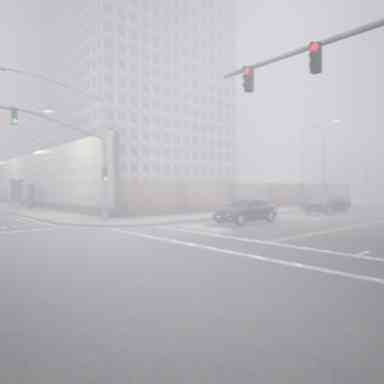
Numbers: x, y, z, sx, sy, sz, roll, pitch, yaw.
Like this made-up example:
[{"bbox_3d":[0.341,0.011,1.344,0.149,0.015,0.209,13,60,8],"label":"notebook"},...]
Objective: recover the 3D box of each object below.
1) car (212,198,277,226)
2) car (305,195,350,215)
[{"bbox_3d":[3.359,1.172,20.795,4.892,1.490,1.837,-1,1,-41],"label":"car"},{"bbox_3d":[11.275,0.987,27.578,5.008,1.535,1.882,-1,1,-41],"label":"car"}]
